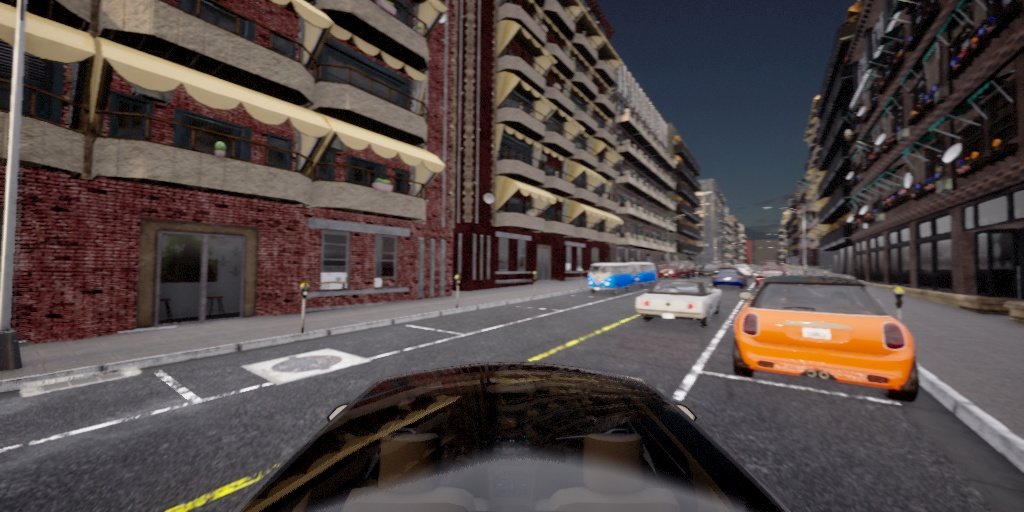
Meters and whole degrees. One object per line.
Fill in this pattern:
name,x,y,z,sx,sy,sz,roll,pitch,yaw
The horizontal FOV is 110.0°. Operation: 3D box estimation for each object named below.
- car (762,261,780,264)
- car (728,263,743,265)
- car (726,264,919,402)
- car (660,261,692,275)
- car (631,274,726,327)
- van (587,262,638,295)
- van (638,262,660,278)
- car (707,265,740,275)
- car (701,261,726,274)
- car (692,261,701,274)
car,21.986,1.436,30.317,1.967,1.591,4.097,0,0,36
car,24.818,1.621,38.694,1.812,1.442,4.674,-1,-1,36
car,5.569,1.132,6.828,2.097,1.767,4.553,-1,-1,36
car,15.618,1.402,34.976,2.192,1.841,5.009,0,0,36
car,5.769,1.443,12.043,1.895,1.301,4.718,-1,-1,36
van,5.924,1.299,21.512,1.690,1.789,3.998,0,0,36
van,9.155,1.340,26.001,1.690,1.789,3.998,0,0,36
car,15.610,1.528,25.712,1.994,1.385,4.181,-1,-1,36
car,21.414,1.588,38.701,1.882,1.535,5.008,-1,-1,36
car,18.849,1.447,39.463,2.192,1.841,5.009,0,0,36
